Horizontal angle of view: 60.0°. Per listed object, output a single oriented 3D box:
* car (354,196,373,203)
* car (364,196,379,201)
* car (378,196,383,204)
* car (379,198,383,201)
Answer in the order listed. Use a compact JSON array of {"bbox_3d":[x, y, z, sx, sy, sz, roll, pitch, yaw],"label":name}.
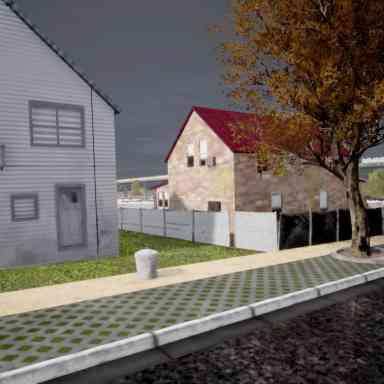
[{"bbox_3d":[38.574,1.585,74.944,1.837,1.490,4.892,-2,0,0],"label":"car"},{"bbox_3d":[31.961,1.662,61.795,2.097,1.767,4.553,-2,0,0],"label":"car"},{"bbox_3d":[38.487,1.625,64.518,2.128,1.511,4.902,-2,0,0],"label":"car"},{"bbox_3d":[28.481,1.779,45.689,1.882,1.535,5.008,-2,0,1],"label":"car"}]
